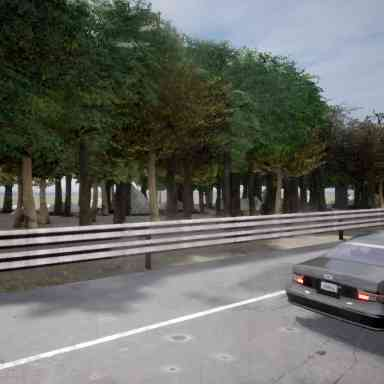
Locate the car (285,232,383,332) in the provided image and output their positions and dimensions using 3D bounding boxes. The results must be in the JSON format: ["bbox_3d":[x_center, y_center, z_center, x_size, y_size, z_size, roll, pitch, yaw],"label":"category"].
[{"bbox_3d":[4.209,1.547,6.727,5.357,1.411,2.033,0,0,-36],"label":"car"}]
